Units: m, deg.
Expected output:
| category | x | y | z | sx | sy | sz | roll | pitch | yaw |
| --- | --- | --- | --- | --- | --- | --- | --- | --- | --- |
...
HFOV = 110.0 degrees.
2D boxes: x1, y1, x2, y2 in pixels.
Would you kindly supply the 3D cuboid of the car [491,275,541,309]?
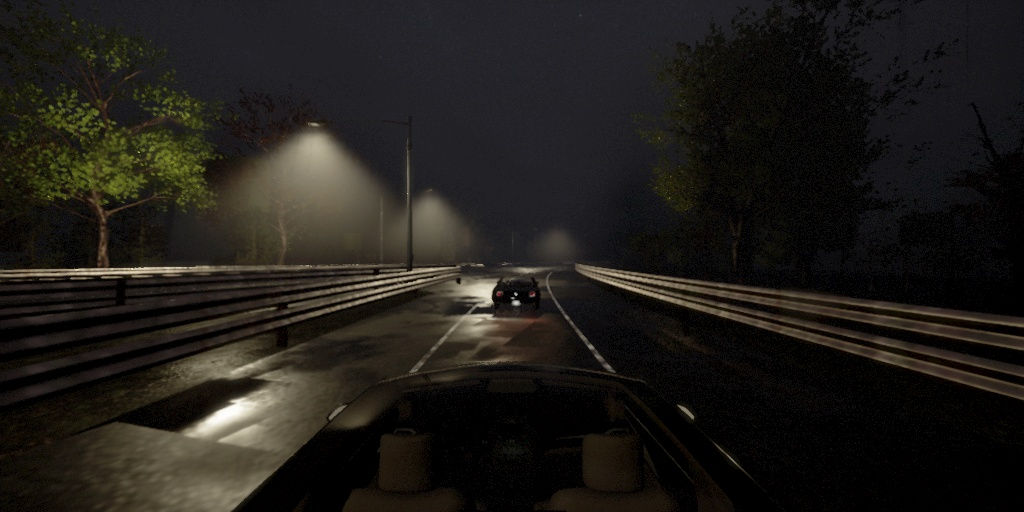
| category | x | y | z | sx | sy | sz | roll | pitch | yaw |
| --- | --- | --- | --- | --- | --- | --- | --- | --- | --- |
| car | 0.243 | 1.477 | 15.635 | 1.895 | 1.301 | 4.718 | 0 | 0 | 2 |
